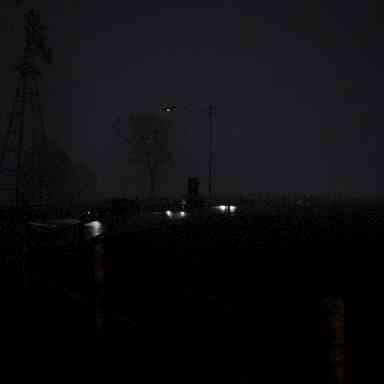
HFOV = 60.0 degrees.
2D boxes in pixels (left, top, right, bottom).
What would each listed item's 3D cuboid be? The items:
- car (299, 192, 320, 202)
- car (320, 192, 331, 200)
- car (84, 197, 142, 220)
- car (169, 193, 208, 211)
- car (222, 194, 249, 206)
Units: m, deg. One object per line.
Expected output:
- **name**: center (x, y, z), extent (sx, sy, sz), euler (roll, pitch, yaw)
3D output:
- **car**: center (18.947, 0.800, 54.370), extent (1.812, 1.442, 4.674), euler (1, 2, 35)
- **car**: center (24.746, 0.710, 62.554), extent (1.994, 1.385, 4.181), euler (1, 1, 36)
- **car**: center (-5.962, 1.206, 25.647), extent (1.837, 1.490, 4.892), euler (1, 2, 35)
- **car**: center (-0.318, 0.924, 33.597), extent (2.097, 1.767, 4.553), euler (1, 2, 35)
- **car**: center (5.458, 1.005, 41.742), extent (1.994, 1.385, 4.181), euler (1, 2, 35)
